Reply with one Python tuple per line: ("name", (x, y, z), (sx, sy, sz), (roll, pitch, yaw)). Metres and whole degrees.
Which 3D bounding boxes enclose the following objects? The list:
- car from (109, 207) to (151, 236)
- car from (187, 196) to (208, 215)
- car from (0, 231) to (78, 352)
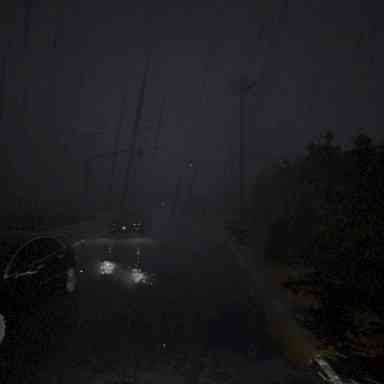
("car", (-3.545, 1.664, 19.768), (1.837, 1.490, 4.892), (0, -1, 0))
("car", (0.599, 1.524, 38.619), (2.150, 2.045, 5.566), (0, -1, 3))
("car", (-3.604, 1.556, 6.049), (1.837, 1.490, 4.892), (0, -1, 0))
